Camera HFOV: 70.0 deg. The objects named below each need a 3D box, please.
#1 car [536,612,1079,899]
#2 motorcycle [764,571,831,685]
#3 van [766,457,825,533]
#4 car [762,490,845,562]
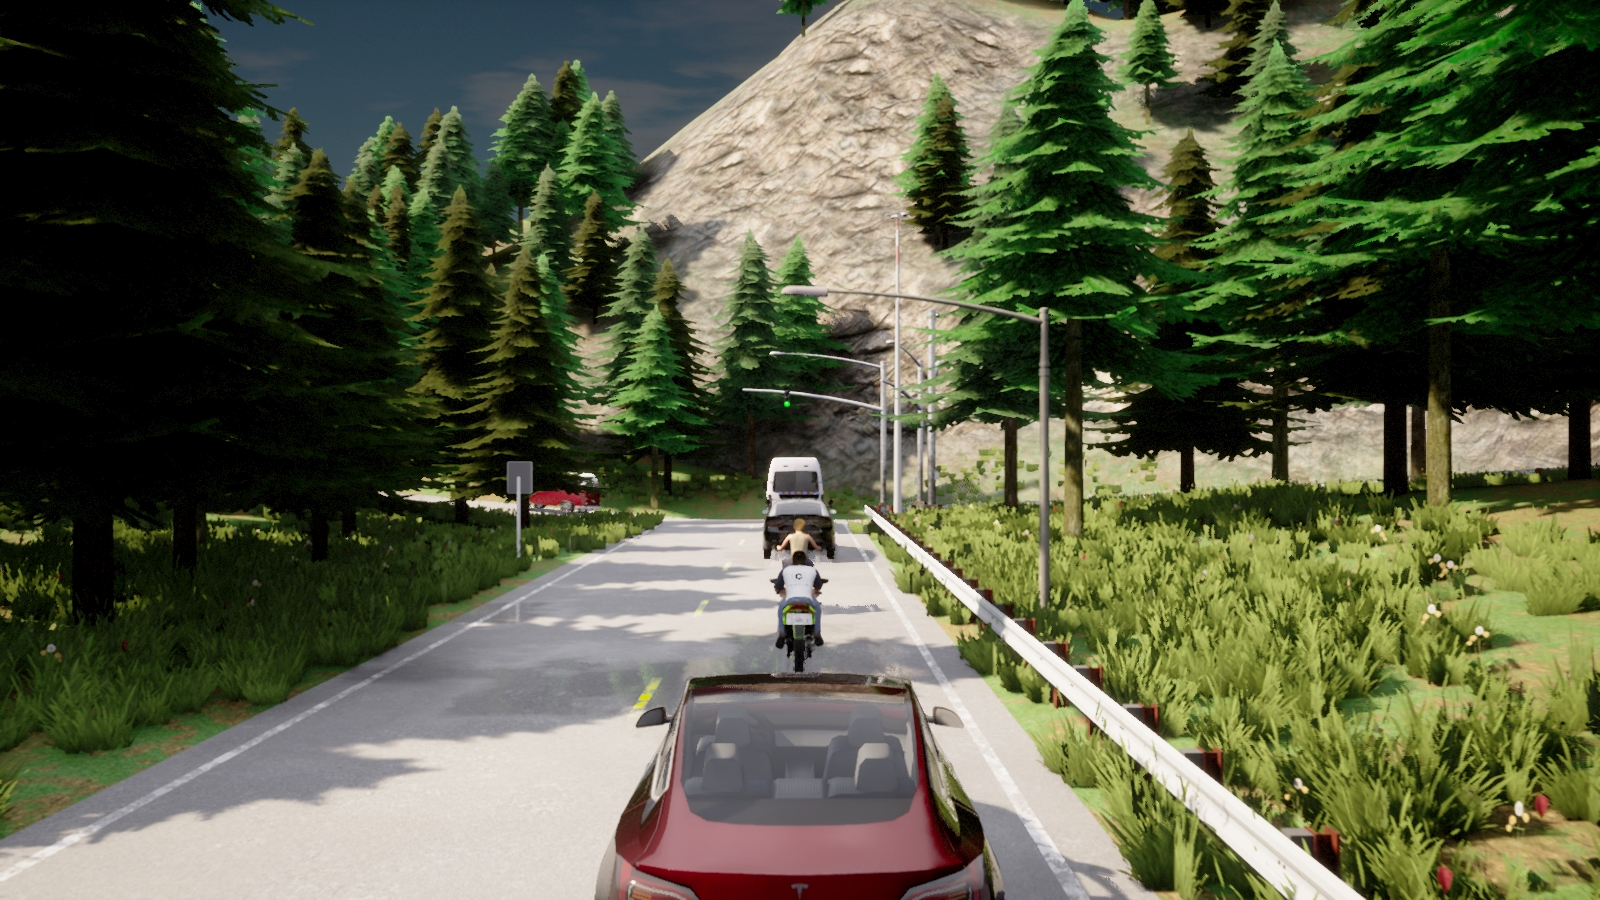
[{"bbox_3d":[0.027,2.068,6.945,2.163,1.488,4.792,0,0,0],"label":"car"},{"bbox_3d":[-0.029,2.223,14.616,0.803,1.145,2.033,0,0,0],"label":"motorcycle"},{"bbox_3d":[-0.240,1.561,41.843,1.988,2.561,5.915,0,0,-2],"label":"van"},{"bbox_3d":[0.086,2.003,31.402,2.097,1.638,5.238,0,0,0],"label":"car"}]
